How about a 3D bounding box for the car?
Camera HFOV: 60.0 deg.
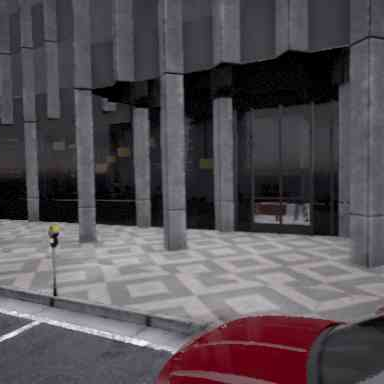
[{"bbox_3d":[1.854,1.403,1.890,4.507,1.381,1.887,0,3,26],"label":"car"}]
